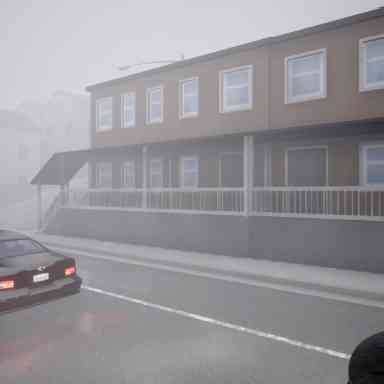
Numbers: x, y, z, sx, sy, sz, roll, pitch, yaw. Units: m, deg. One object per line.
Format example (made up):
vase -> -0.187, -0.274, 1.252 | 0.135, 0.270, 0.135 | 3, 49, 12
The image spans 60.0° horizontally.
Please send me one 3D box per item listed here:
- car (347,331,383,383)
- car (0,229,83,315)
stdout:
car -> 3.438, 1.478, 1.536 | 5.008, 1.535, 1.882 | 0, 0, 35
car -> -4.687, 1.547, 7.306 | 5.357, 1.411, 2.033 | 0, 0, 36
